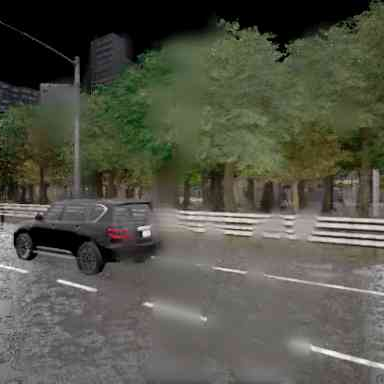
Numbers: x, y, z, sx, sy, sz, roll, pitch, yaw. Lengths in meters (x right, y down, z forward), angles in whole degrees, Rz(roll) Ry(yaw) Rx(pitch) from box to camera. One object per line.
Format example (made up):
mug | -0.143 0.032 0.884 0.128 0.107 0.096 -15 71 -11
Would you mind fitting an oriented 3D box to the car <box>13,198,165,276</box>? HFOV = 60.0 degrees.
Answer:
car | -3.416 1.223 10.606 5.566 2.045 2.150 0 0 36
